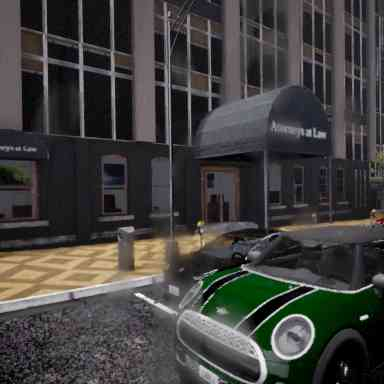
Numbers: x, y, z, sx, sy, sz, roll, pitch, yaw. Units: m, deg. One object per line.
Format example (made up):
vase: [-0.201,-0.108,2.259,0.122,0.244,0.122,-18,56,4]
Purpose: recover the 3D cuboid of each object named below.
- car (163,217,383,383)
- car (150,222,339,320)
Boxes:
car: [1.963,1.350,4.875,4.553,1.767,2.097,0,0,-37]
car: [1.380,1.564,7.856,4.313,1.339,1.947,0,-1,-37]
